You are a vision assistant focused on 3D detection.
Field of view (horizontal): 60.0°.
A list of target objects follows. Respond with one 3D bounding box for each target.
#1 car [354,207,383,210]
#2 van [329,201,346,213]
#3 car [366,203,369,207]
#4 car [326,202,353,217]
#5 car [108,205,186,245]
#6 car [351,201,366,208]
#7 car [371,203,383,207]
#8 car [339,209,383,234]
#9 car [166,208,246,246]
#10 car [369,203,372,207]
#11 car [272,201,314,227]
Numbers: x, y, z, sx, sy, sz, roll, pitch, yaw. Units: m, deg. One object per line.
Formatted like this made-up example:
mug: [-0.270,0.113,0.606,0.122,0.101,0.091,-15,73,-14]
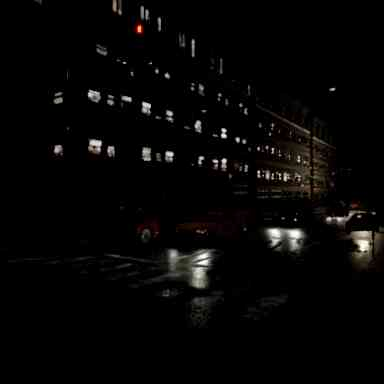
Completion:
car: [14.618,2.121,26.793,2.008,1.369,4.403,-2,-2,35]
van: [24.019,2.464,54.824,1.690,1.788,3.998,-1,-2,35]
car: [37.041,2.988,73.457,1.967,1.590,4.097,-2,-2,35]
car: [18.562,2.414,42.345,2.033,1.411,5.357,0,-1,35]
car: [-2.027,1.602,17.553,2.192,1.841,5.009,-1,-2,35]
car: [33.785,2.756,68.802,2.192,1.841,5.009,-2,-2,35]
car: [21.128,2.219,36.113,1.967,1.590,4.097,-2,-2,35]
car: [11.362,2.048,22.132,1.802,1.307,4.206,-2,-2,35]
car: [1.093,1.786,17.466,1.882,1.535,5.008,0,-1,35]
car: [43.553,3.327,82.771,1.947,1.339,4.313,-2,-2,35]
car: [8.715,1.774,28.372,2.150,2.045,5.566,0,-1,35]
